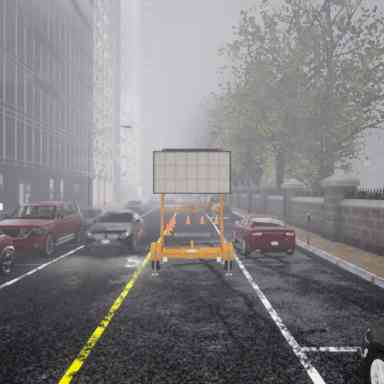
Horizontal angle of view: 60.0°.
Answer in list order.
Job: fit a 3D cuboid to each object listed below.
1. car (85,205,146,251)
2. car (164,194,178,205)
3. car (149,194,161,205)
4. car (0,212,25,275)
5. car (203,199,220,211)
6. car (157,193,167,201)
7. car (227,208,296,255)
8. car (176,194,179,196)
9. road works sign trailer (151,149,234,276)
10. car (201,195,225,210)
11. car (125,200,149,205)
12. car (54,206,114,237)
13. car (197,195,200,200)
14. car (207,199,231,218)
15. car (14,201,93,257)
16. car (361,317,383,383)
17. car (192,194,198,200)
[{"bbox_3d":[-3.103,1.519,14.255,1.812,1.442,4.674,0,0,0],"label":"car"},{"bbox_3d":[-3.846,1.478,57.006,1.895,1.301,4.718,0,0,-1],"label":"car"},{"bbox_3d":[-6.606,1.457,57.563,1.802,1.307,4.206,0,0,-2],"label":"car"},{"bbox_3d":[-5.832,1.439,7.457,1.967,1.590,4.097,0,0,0],"label":"car"},{"bbox_3d":[2.361,1.515,40.851,1.802,1.307,4.206,0,0,-2],"label":"car"},{"bbox_3d":[-7.187,1.112,79.794,2.192,1.841,5.009,0,0,-2],"label":"car"},{"bbox_3d":[2.695,1.540,13.069,1.887,1.381,4.507,0,0,0],"label":"car"},{"bbox_3d":[-4.633,1.240,90.290,1.882,1.535,5.008,0,0,-2],"label":"car"},{"bbox_3d":[0.002,0.461,10.350,2.380,3.560,2.880,0,0,0],"label":"road works sign trailer"},{"bbox_3d":[2.508,1.266,35.292,2.192,1.841,5.009,0,0,-2],"label":"car"},{"bbox_3d":[-6.023,1.515,35.323,1.947,1.339,4.313,0,0,-1],"label":"car"},{"bbox_3d":[-5.829,1.553,18.577,1.947,1.339,4.313,0,0,0],"label":"car"},{"bbox_3d":[2.215,1.465,46.408,2.008,1.369,4.403,0,0,-2],"label":"car"},{"bbox_3d":[2.625,1.548,29.727,1.802,1.307,4.206,0,0,-1],"label":"car"},{"bbox_3d":[-5.830,1.310,13.015,2.192,1.841,5.009,0,0,0],"label":"car"},{"bbox_3d":[2.693,1.551,1.947,2.008,1.369,4.403,0,0,0],"label":"car"},{"bbox_3d":[1.195,1.330,85.313,2.008,1.369,4.403,0,0,-1],"label":"car"}]
